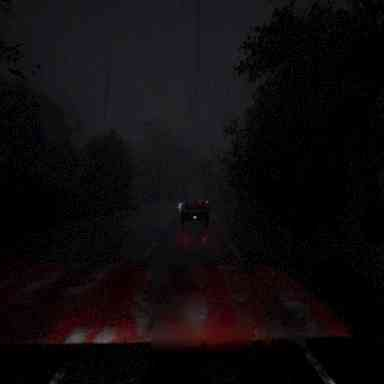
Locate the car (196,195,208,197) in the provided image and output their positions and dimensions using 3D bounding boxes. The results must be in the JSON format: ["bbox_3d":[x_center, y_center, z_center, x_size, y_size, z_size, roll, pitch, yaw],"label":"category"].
[{"bbox_3d":[1.213,1.169,39.295,2.097,1.767,4.553,0,-1,7],"label":"car"}]

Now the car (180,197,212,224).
[{"bbox_3d":[0.222,1.365,23.459,2.128,1.511,4.902,0,1,1],"label":"car"}]
